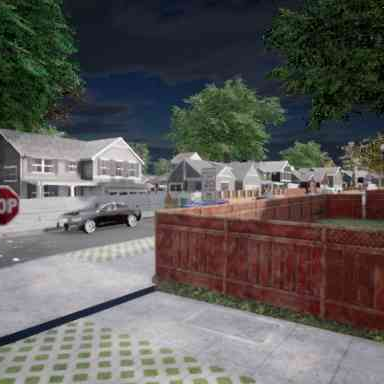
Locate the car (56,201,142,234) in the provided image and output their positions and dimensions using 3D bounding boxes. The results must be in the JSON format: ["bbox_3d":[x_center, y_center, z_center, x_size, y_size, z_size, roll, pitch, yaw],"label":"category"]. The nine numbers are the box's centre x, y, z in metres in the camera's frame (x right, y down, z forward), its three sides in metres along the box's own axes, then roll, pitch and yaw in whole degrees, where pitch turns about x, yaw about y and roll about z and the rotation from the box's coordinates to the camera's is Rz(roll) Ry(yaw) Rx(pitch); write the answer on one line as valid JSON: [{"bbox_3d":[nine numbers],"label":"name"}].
[{"bbox_3d":[-4.825,1.251,17.850,2.128,1.511,4.902,0,1,35],"label":"car"}]

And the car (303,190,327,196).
[{"bbox_3d":[14.535,0.799,40.475,1.994,1.385,4.181,0,1,36],"label":"car"}]

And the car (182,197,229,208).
[{"bbox_3d":[1.149,1.052,26.390,1.882,1.535,5.008,0,1,35],"label":"car"}]

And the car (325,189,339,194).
[{"bbox_3d":[20.156,0.408,48.599,2.097,1.767,4.553,0,1,35],"label":"car"}]

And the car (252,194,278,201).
[{"bbox_3d":[8.091,0.920,36.289,1.994,1.385,4.181,0,1,35],"label":"car"}]
